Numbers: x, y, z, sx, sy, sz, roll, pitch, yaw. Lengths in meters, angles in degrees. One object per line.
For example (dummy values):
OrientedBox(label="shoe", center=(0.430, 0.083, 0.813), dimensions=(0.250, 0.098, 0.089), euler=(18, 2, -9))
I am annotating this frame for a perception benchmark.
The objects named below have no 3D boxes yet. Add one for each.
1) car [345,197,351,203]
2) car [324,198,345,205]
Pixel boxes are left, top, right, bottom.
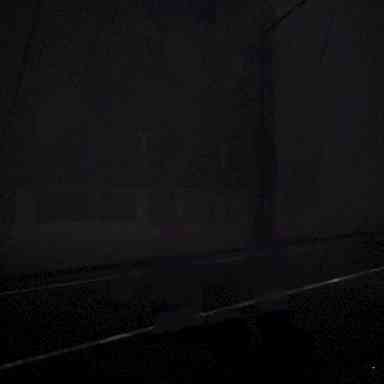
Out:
OrientedBox(label="car", center=(40.997, 2.020, 84.221), dimensions=(2.152, 1.636, 5.027), euler=(1, 0, -37))
OrientedBox(label="car", center=(33.871, 2.333, 80.223), dimensions=(1.970, 1.475, 3.806), euler=(1, -2, -37))
